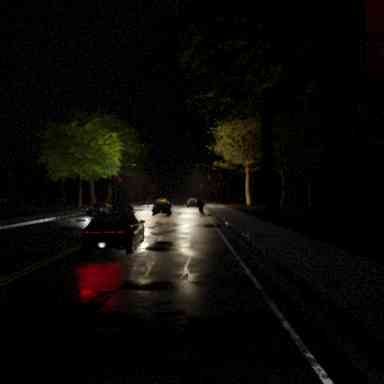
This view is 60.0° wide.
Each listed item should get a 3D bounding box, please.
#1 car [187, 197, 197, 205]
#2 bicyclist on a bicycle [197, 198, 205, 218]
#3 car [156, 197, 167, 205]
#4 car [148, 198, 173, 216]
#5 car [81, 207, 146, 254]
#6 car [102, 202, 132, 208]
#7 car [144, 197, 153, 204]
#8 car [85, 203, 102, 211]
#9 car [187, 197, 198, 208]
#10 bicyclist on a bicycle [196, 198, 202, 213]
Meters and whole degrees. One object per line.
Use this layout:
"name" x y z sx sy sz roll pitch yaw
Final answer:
"car" 0.018 1.901 73.903 2.097 1.767 4.553 0 0 0
"bicyclist on a bicycle" 0.899 1.600 31.778 0.659 1.776 1.843 0 0 0
"car" -6.482 1.929 71.381 1.882 1.535 5.008 0 0 0
"car" -3.143 1.748 35.786 2.128 1.511 4.902 0 0 0
"car" -3.148 1.608 14.026 1.837 1.490 4.892 0 0 0
"car" -6.588 1.728 30.915 1.837 1.490 4.892 0 0 0
"car" -9.731 1.939 76.309 2.128 1.511 4.902 0 0 0
"car" -9.837 1.856 35.586 1.895 1.301 4.718 0 0 0
"car" 0.108 1.937 57.274 1.812 1.442 4.674 0 0 0
"bicyclist on a bicycle" 0.901 1.670 41.894 0.659 1.776 1.843 0 0 0
